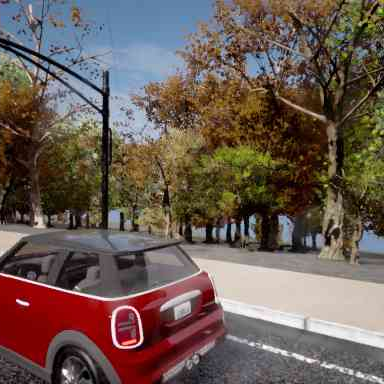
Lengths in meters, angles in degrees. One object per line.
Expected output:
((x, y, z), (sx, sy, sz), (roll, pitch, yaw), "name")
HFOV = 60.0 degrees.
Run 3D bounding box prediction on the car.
((-1.832, 1.351, 4.992), (4.553, 1.767, 2.097), (0, 0, 36), "car")
